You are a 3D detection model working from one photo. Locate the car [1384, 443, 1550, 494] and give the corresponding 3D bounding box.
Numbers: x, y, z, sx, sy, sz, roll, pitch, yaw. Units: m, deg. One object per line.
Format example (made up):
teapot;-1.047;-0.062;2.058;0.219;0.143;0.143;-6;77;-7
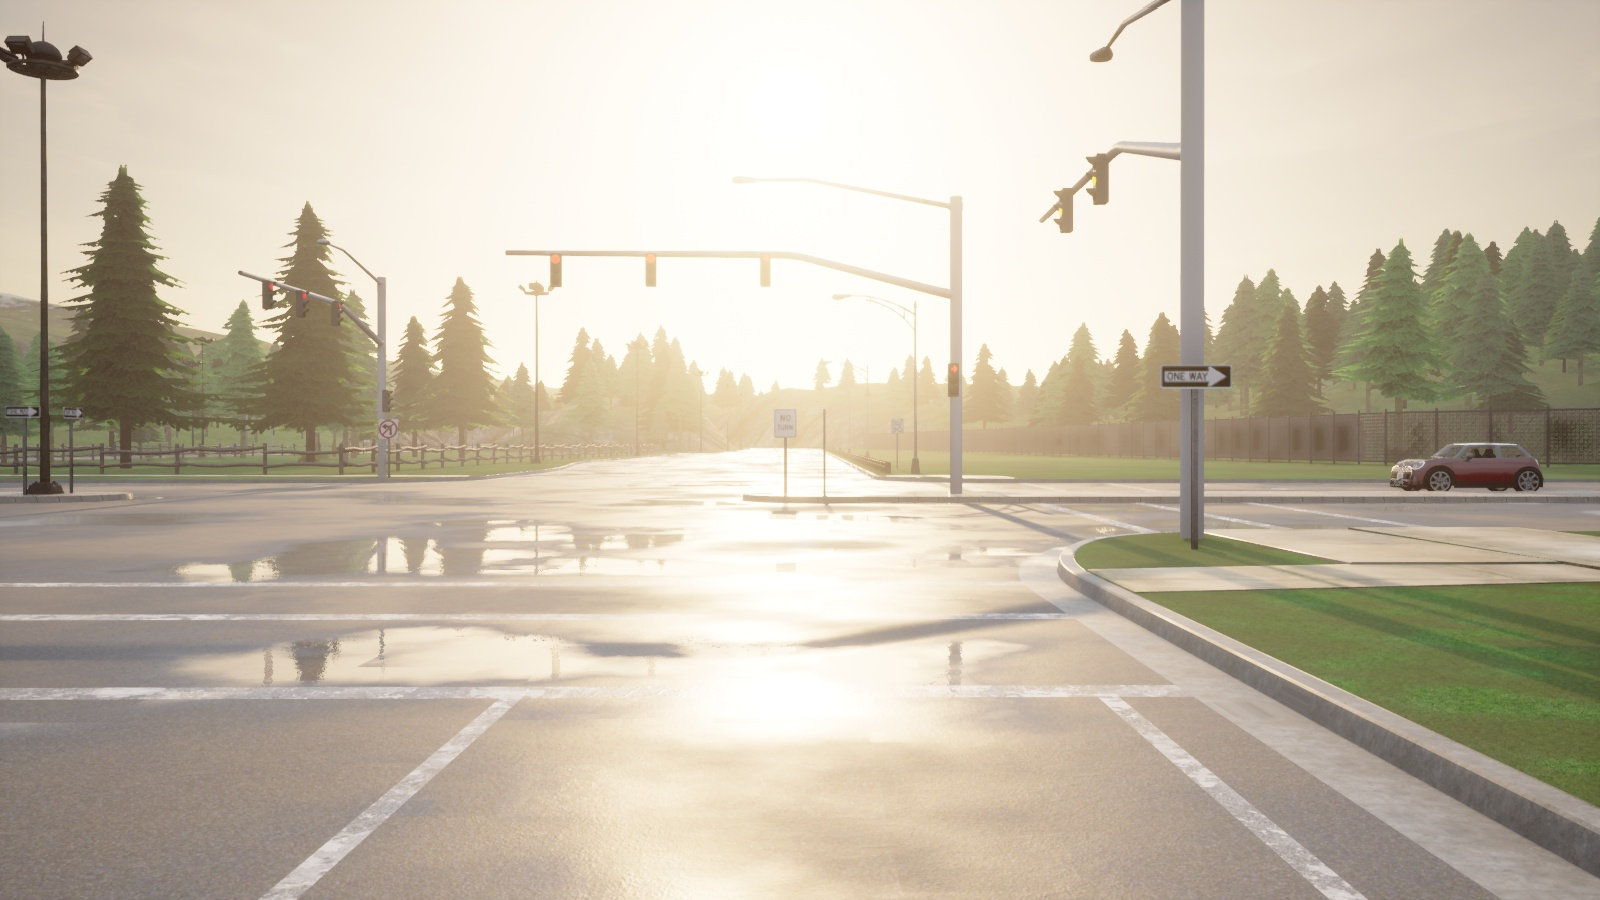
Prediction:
car;19.433;0.520;36.738;3.806;1.475;1.970;0;0;1
